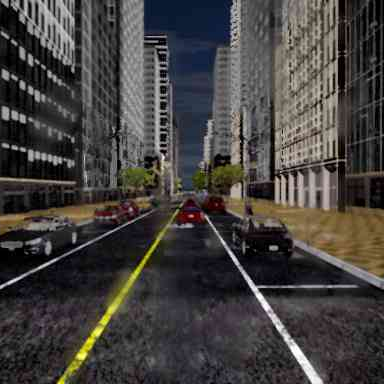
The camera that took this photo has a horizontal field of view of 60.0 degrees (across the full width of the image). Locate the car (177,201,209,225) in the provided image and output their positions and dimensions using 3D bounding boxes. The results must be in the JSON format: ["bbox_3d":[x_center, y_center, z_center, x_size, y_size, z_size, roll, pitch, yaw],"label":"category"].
[{"bbox_3d":[-0.059,1.600,24.476,1.994,1.385,4.181,0,0,0],"label":"car"}]

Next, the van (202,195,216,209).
[{"bbox_3d":[2.376,1.405,46.967,1.690,1.788,3.998,-1,0,0],"label":"van"}]

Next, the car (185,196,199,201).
[{"bbox_3d":[-0.170,1.587,41.697,1.812,1.442,4.674,0,0,0],"label":"car"}]

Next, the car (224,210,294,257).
[{"bbox_3d":[2.605,1.566,12.865,2.008,1.369,4.403,-1,0,0],"label":"car"}]

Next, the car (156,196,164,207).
[{"bbox_3d":[-6.040,1.651,52.595,1.947,1.339,4.313,-1,0,0],"label":"car"}]

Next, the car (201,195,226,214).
[{"bbox_3d":[2.451,1.363,35.600,2.192,1.841,5.009,-1,0,0],"label":"car"}]

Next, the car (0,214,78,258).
[{"bbox_3d":[-5.776,1.579,12.810,2.008,1.369,4.403,-1,0,0],"label":"car"}]

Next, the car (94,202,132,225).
[{"bbox_3d":[-5.851,1.627,24.177,1.802,1.307,4.206,-1,0,0],"label":"car"}]

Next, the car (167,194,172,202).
[{"bbox_3d":[-6.191,1.555,75.329,1.967,1.590,4.097,-1,0,0],"label":"car"}]

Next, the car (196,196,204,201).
[{"bbox_3d":[2.115,1.666,86.752,2.008,1.369,4.403,-1,0,0],"label":"car"}]

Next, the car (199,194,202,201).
[{"bbox_3d":[2.413,1.371,41.284,2.192,1.841,5.009,-1,0,0],"label":"car"}]

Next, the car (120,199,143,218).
[{"bbox_3d":[-5.890,1.494,29.860,1.967,1.590,4.097,-1,0,0],"label":"car"}]

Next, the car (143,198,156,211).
[{"bbox_3d":[-5.963,1.595,41.058,1.752,1.417,4.829,-1,0,0],"label":"car"}]

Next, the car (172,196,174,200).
[{"bbox_3d":[-6.231,1.437,81.013,2.192,1.841,5.009,-1,0,0],"label":"car"}]

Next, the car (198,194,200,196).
[{"bbox_3d":[2.340,1.512,52.651,1.967,1.590,4.097,-1,0,0],"label":"car"}]

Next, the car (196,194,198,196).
[{"bbox_3d":[2.264,1.527,64.018,1.967,1.590,4.097,-1,0,0],"label":"car"}]

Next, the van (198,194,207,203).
[{"bbox_3d":[2.225,1.435,69.701,1.690,1.788,3.998,-1,0,0],"label":"van"}]

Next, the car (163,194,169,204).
[{"bbox_3d":[-6.115,1.651,63.962,2.008,1.369,4.403,-1,0,0],"label":"car"}]
